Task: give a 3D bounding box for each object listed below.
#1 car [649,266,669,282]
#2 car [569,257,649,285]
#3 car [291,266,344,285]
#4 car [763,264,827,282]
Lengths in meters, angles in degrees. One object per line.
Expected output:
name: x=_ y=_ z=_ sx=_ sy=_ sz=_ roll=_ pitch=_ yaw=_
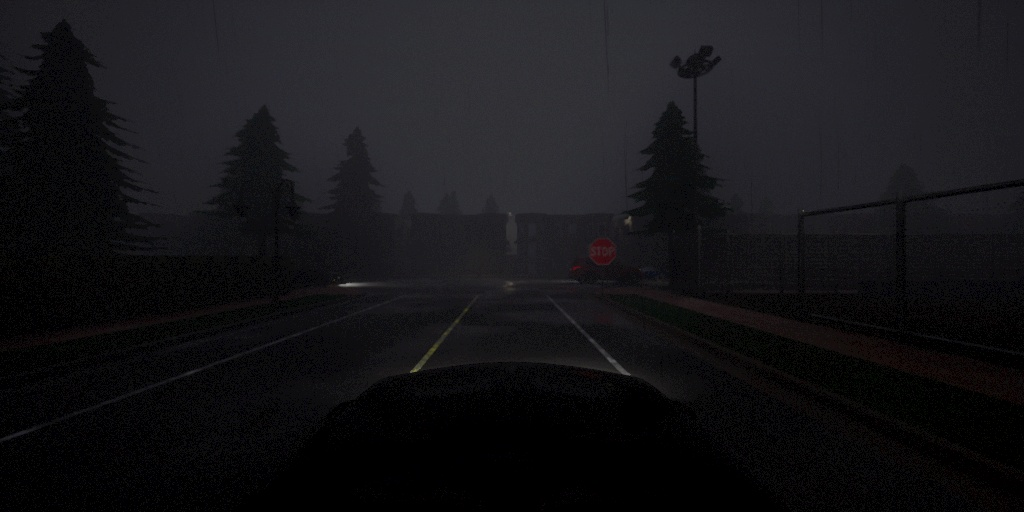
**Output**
car: x=10.922 y=1.511 z=30.582 sx=4.718 sy=1.301 sz=1.895 roll=0 pitch=0 yaw=-3
car: x=7.181 y=1.114 z=27.565 sx=5.566 sy=2.045 sz=2.150 roll=0 pitch=-1 yaw=-5
car: x=-14.955 y=1.449 z=26.831 sx=4.181 sy=1.385 sz=1.994 roll=0 pitch=0 yaw=0
car: x=24.244 y=1.404 z=30.839 sx=4.902 sy=1.511 sz=2.128 roll=0 pitch=0 yaw=-1
